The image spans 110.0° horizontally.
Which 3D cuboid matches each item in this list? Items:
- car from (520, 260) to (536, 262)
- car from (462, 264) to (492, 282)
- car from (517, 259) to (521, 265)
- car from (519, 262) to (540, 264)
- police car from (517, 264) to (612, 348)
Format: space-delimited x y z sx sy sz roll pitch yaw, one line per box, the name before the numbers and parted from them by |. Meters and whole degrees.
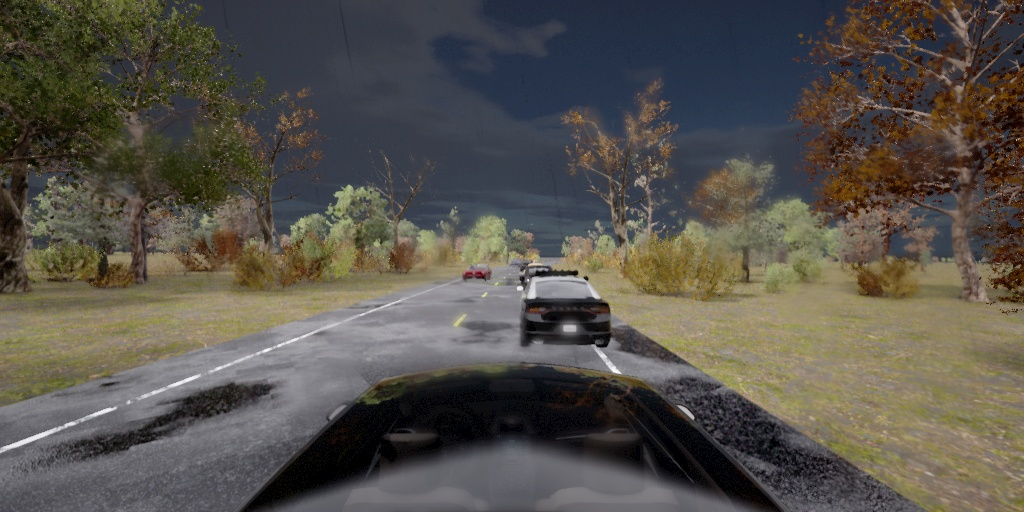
car | 1.686 1.208 25.404 1.801 1.575 5.366 0 0 3
car | -2.760 1.358 29.253 1.895 1.301 4.718 0 0 3
car | 2.110 1.311 47.897 1.837 1.490 4.892 0 0 6
car | 1.431 1.255 19.246 1.837 1.490 4.892 0 0 2
police car | 1.152 1.174 9.404 1.930 1.638 5.238 0 0 1
